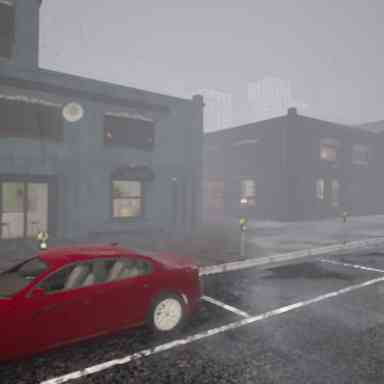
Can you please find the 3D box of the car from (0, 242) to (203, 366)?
[{"bbox_3d":[-1.910,1.544,5.183,4.507,1.381,1.887,0,1,-35],"label":"car"}]
